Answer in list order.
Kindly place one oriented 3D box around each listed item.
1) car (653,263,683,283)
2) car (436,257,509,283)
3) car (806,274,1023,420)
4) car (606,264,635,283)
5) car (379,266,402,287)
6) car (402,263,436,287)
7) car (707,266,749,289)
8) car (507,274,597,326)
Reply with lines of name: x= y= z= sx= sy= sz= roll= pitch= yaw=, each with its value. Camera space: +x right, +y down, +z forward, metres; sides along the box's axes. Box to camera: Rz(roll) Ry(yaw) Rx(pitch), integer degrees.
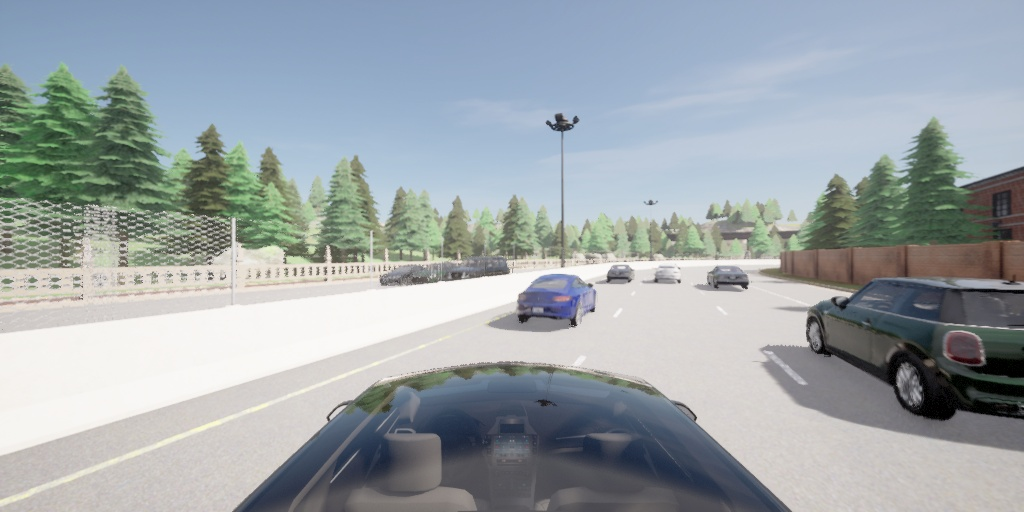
car: x=12.466 y=1.356 z=28.756 sx=1.812 sy=1.442 sz=4.674 roll=0 pitch=0 yaw=23
car: x=-2.000 y=1.059 z=21.909 sx=2.150 sy=2.045 sz=5.566 roll=0 pitch=0 yaw=23
car: x=6.560 y=1.101 z=5.595 sx=2.097 sy=1.767 sz=4.553 roll=0 pitch=0 yaw=23
car: x=8.959 y=1.389 z=29.438 sx=2.033 sy=1.411 sz=5.357 roll=0 pitch=0 yaw=23
car: x=-7.680 y=1.397 z=26.484 sx=1.812 sy=1.442 sz=4.674 roll=0 pitch=0 yaw=23
car: x=-4.866 y=1.206 z=24.110 sx=2.097 sy=1.767 sz=4.553 roll=0 pitch=0 yaw=23
car: x=14.130 y=1.352 z=23.660 sx=2.033 sy=1.411 sz=5.357 roll=0 pitch=0 yaw=23
car: x=1.600 y=1.313 z=11.868 sx=1.812 sy=1.442 sz=4.674 roll=0 pitch=0 yaw=23
